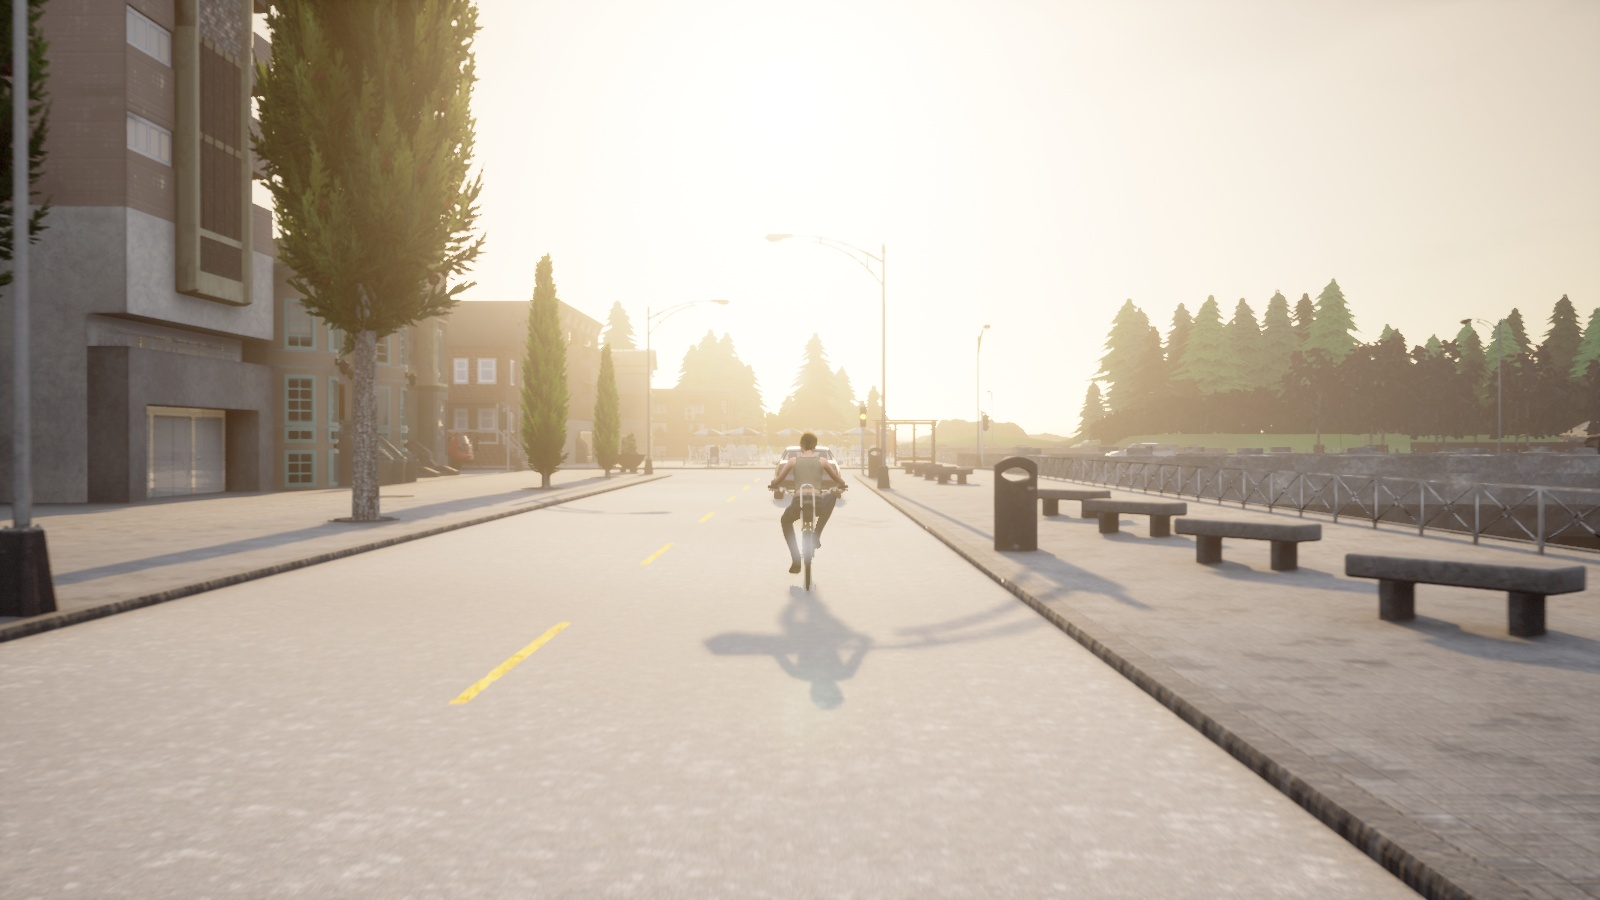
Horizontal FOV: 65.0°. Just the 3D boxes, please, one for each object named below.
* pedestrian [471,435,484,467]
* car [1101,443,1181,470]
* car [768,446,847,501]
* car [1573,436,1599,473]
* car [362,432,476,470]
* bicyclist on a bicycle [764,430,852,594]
[{"bbox_3d":[-18.656,0.032,72.639,0.703,1.840,0.431,0,0,-3],"label":"pedestrian"},{"bbox_3d":[18.450,0.343,68.144,3.806,1.475,1.970,0,0,0],"label":"car"},{"bbox_3d":[0.210,0.596,35.173,2.033,1.411,5.357,0,0,0],"label":"car"},{"bbox_3d":[41.922,0.215,64.018,3.866,1.878,1.905,0,0,0],"label":"car"},{"bbox_3d":[-20.678,0.064,68.359,5.566,2.045,2.150,0,0,0],"label":"car"},{"bbox_3d":[0.083,0.609,13.158,0.866,1.612,1.509,0,0,1],"label":"bicyclist on a bicycle"}]
